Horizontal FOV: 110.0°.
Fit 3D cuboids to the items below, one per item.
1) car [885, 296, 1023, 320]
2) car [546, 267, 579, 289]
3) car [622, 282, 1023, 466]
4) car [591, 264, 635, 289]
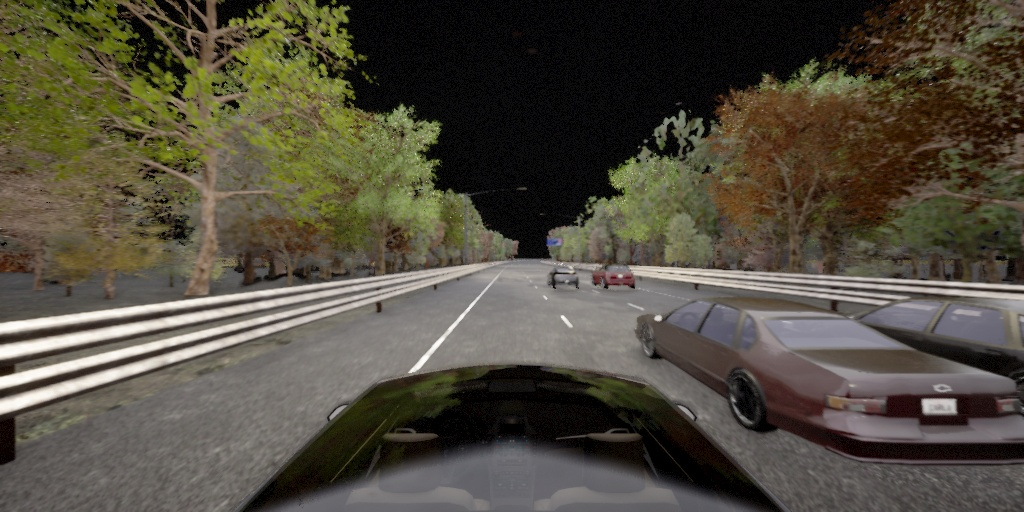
[{"bbox_3d":[7.100,1.339,5.535,2.033,1.411,5.357,0,-1,0],"label":"car"},{"bbox_3d":[3.604,1.501,25.847,2.128,1.511,4.902,0,-1,0],"label":"car"},{"bbox_3d":[3.600,1.339,5.532,2.033,1.411,5.357,0,-1,0],"label":"car"},{"bbox_3d":[7.103,1.359,25.602,2.097,1.767,4.553,0,-1,0],"label":"car"}]
